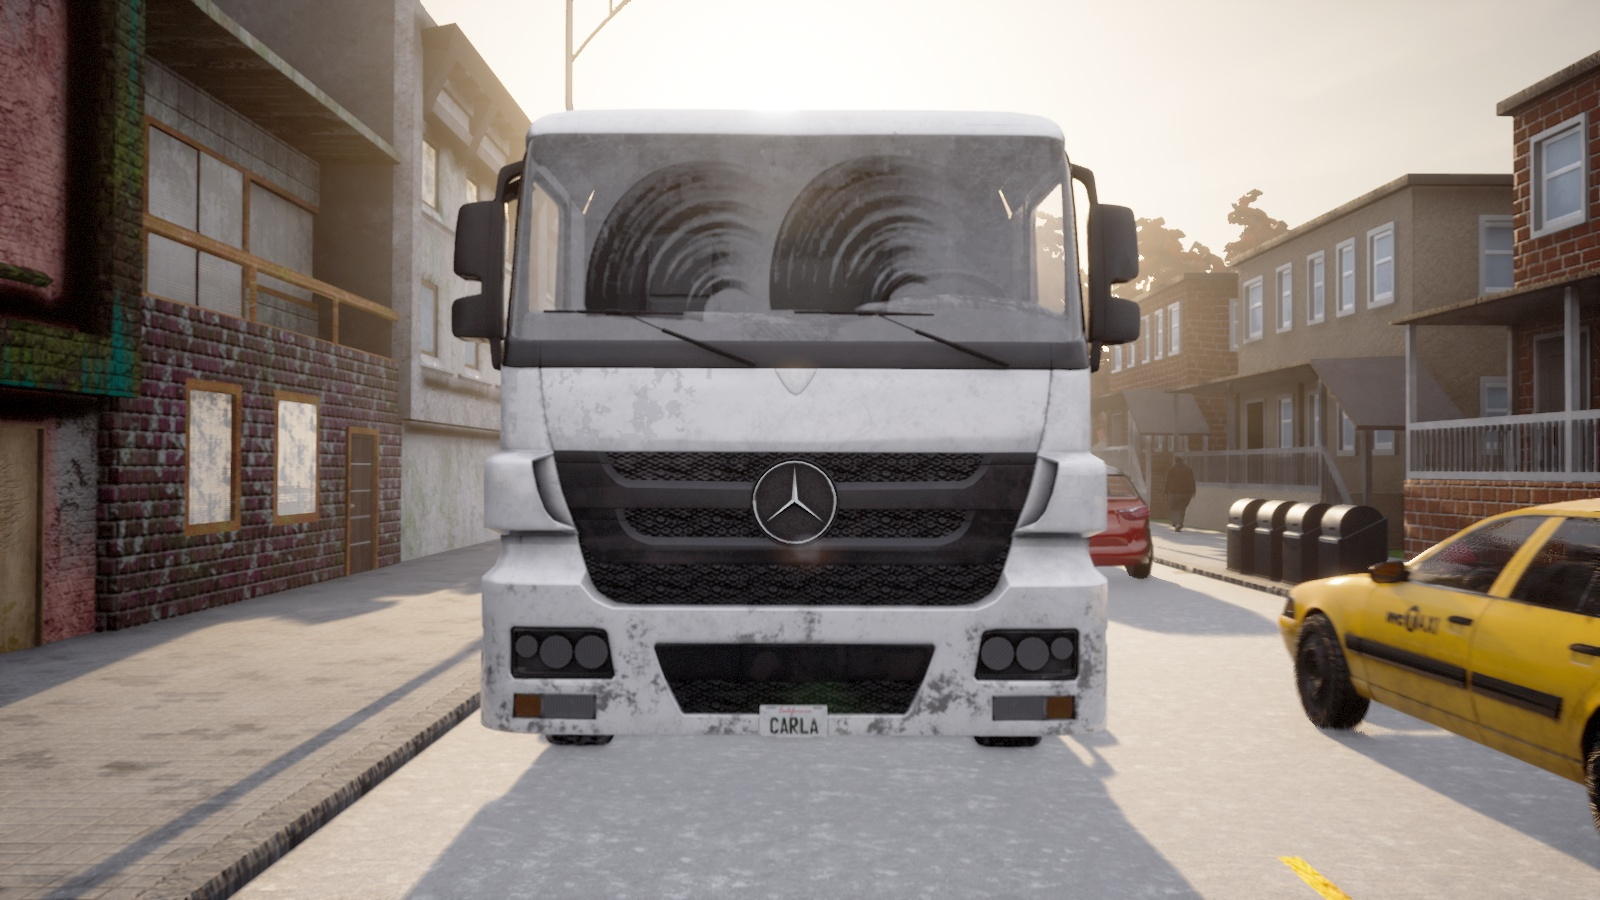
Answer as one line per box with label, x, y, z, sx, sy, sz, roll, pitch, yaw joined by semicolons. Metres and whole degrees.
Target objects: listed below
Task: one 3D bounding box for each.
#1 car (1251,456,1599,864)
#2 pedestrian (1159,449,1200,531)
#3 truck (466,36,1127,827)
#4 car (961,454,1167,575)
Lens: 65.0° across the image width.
car;3.984;0.821;5.877;1.801;1.575;5.366;0;-1;0
pedestrian;8.740;0.914;28.958;0.634;1.844;0.899;0;-1;-1
truck;-0.027;-0.030;9.482;2.891;3.462;7.936;0;-1;0
car;3.950;0.931;19.709;2.242;1.667;4.611;0;-1;0
